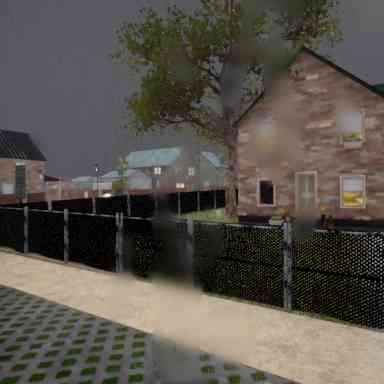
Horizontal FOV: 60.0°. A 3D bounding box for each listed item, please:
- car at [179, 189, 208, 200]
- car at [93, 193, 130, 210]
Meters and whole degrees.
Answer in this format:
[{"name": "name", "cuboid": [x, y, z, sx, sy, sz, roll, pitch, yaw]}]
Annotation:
[{"name": "car", "cuboid": [0.598, 0.351, 38.543, 2.033, 1.411, 5.357, -1, 2, 36]}, {"name": "car", "cuboid": [-6.763, 0.796, 28.341, 2.033, 1.411, 5.357, -1, 2, 35]}]
